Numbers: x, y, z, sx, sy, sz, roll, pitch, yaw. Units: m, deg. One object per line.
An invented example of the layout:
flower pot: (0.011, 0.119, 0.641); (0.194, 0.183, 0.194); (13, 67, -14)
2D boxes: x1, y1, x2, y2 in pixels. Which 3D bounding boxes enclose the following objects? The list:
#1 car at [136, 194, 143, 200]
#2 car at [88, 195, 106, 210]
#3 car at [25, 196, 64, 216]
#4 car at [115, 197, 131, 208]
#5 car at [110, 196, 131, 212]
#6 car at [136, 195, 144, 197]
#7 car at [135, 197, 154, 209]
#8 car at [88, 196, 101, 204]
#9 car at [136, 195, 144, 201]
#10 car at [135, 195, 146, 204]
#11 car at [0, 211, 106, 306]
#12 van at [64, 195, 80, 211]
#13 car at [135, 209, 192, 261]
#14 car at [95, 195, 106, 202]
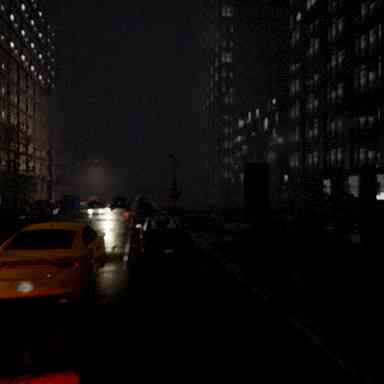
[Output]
car: (-14.259, 1.386, 90.018); (1.887, 1.381, 4.507); (0, 0, -10)
car: (-12.017, 1.483, 42.330); (1.994, 1.385, 4.181); (0, 0, -10)
car: (-12.253, 1.378, 27.426); (1.967, 1.590, 4.097); (0, 0, -10)
car: (-10.033, 1.462, 48.633); (2.033, 1.411, 5.357); (0, 0, -9)
car: (-8.322, 1.285, 38.770); (2.097, 1.767, 4.553); (0, 0, -9)
car: (-7.721, 1.483, 51.064); (1.947, 1.339, 4.313); (0, 0, -10)
car: (-4.919, 1.514, 34.369); (1.947, 1.339, 4.313); (0, 0, -10)
car: (-17.854, 1.458, 60.807); (1.802, 1.307, 4.206); (0, 0, -10)
car: (-12.391, 1.430, 78.889); (1.947, 1.339, 4.313); (0, 0, -10)
car: (-9.590, 1.336, 62.193); (1.967, 1.590, 4.097); (0, 0, -10)
car: (-3.227, 1.463, 8.081); (1.882, 1.535, 5.008); (0, 0, -10)
van: (-14.122, 1.259, 38.553); (1.690, 1.788, 3.998); (0, 0, -10)
car: (-1.056, 1.536, 12.133); (2.008, 1.369, 4.403); (0, 0, -10)
car: (-19.722, 1.421, 71.934); (1.947, 1.339, 4.313); (0, 0, -10)
